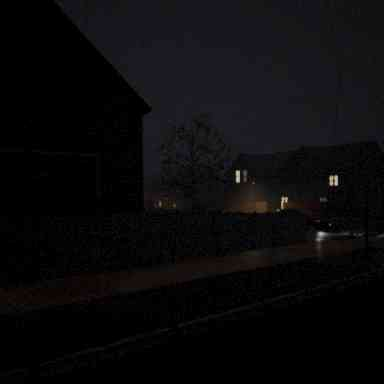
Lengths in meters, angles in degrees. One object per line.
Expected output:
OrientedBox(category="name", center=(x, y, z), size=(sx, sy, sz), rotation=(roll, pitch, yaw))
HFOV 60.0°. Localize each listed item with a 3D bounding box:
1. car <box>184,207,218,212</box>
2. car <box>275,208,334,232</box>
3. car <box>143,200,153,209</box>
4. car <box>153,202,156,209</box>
OrientedBox(category="car", center=(1.211, 2.095, 31.160), size=(2.033, 1.411, 5.357), rotation=(-1, -1, -35))
OrientedBox(category="car", center=(7.254, 1.826, 22.664), size=(1.812, 1.442, 4.674), rotation=(-1, -1, -35))
OrientedBox(category="car", center=(-7.712, 2.134, 43.724), size=(2.150, 2.045, 5.566), rotation=(-1, -1, -35))
OrientedBox(category="car", center=(-7.313, 2.168, 48.114), size=(2.150, 2.045, 5.566), rotation=(-1, -1, -35))
